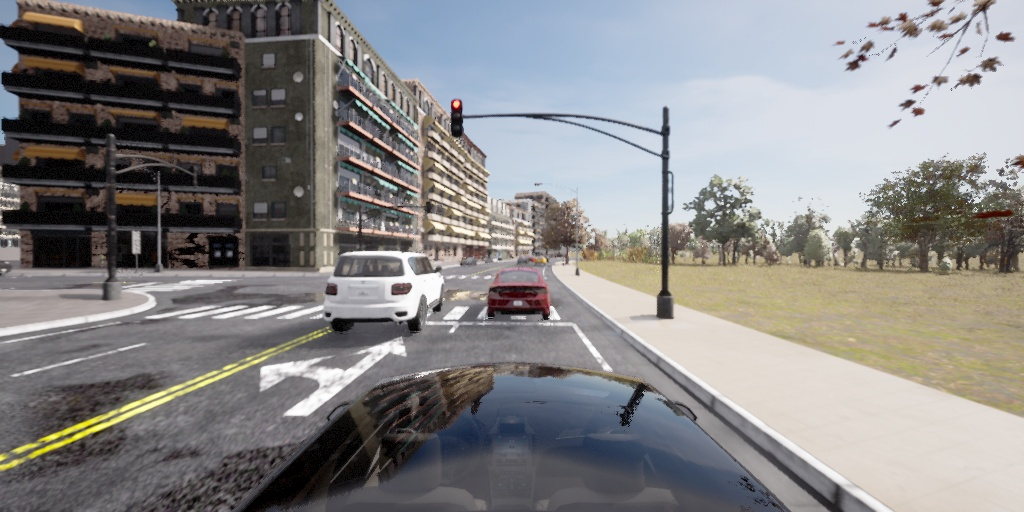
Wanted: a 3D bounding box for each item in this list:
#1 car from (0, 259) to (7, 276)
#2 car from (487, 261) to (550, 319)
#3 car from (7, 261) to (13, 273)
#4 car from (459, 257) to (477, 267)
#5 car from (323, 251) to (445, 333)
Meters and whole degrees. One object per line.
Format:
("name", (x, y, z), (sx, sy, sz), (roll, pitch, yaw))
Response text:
("car", (-24.662, 0.733, 14.529), (4.403, 1.370, 2.007), (0, 0, -18))
("car", (0.249, 1.129, 12.381), (1.882, 1.535, 5.008), (0, 1, 2))
("car", (-32.485, 0.566, 20.789), (4.403, 1.370, 2.007), (0, 0, -18))
("car", (-6.478, 0.893, 53.855), (1.812, 1.442, 4.674), (0, 0, 8))
("car", (-3.400, 0.886, 10.592), (2.150, 2.045, 5.566), (0, 0, -2))
